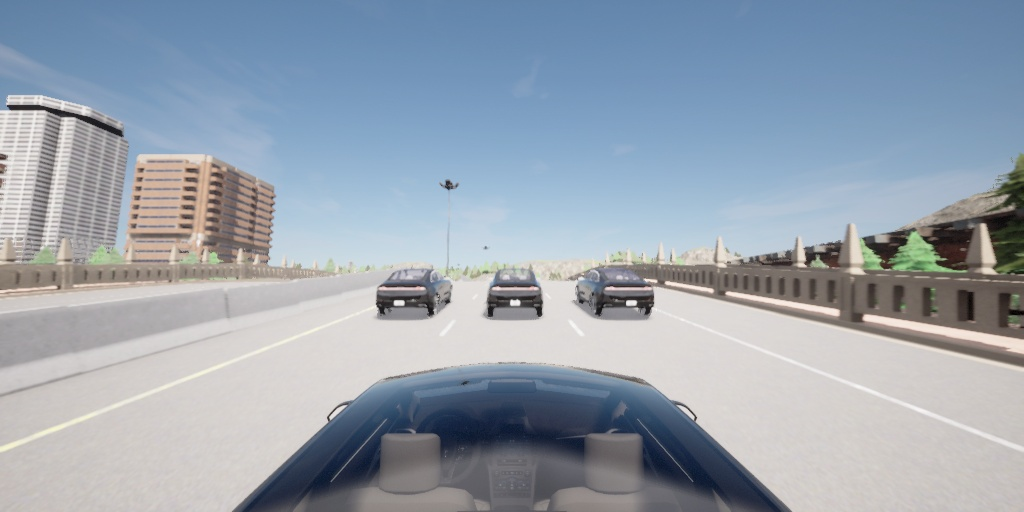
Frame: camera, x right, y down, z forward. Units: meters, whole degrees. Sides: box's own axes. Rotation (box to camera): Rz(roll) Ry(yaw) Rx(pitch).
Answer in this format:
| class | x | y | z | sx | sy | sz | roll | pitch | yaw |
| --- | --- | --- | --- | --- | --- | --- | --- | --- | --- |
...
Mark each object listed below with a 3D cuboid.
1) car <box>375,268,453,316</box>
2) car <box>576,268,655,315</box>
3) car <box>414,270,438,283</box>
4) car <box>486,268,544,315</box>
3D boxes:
| class | x | y | z | sx | sy | sz | roll | pitch | yaw |
| --- | --- | --- | --- | --- | --- | --- | --- | --- | --- |
| car | -3.404 | 1.198 | 13.230 | 2.128 | 1.511 | 4.902 | 0 | 0 | 0 |
| car | 3.596 | 1.198 | 13.218 | 2.128 | 1.511 | 4.902 | 0 | 0 | 0 |
| car | -10.588 | 2.572 | 44.521 | 1.994 | 1.385 | 4.181 | 0 | -6 | 0 |
| car | 0.096 | 1.198 | 13.222 | 2.128 | 1.511 | 4.902 | 0 | 0 | 0 |
